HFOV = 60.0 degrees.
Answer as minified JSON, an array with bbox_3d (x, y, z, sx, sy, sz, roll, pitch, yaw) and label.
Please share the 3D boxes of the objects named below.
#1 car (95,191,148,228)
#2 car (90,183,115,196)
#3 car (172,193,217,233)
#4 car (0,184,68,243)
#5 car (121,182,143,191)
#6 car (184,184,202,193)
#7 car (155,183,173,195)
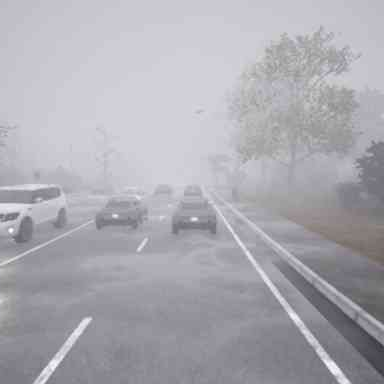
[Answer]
[{"bbox_3d":[-3.399,0.914,16.698,1.994,1.385,4.181,0,3,0],"label":"car"},{"bbox_3d":[-10.590,-0.382,39.800,2.033,1.411,5.357,0,3,0],"label":"car"},{"bbox_3d":[0.101,0.973,15.649,1.994,1.385,4.181,0,3,0],"label":"car"},{"bbox_3d":[-7.044,0.731,13.823,2.150,2.045,5.566,0,3,1],"label":"car"},{"bbox_3d":[-7.087,-0.407,39.858,1.812,1.442,4.674,0,3,0],"label":"car"},{"bbox_3d":[0.103,-0.208,36.968,1.994,1.385,4.181,0,3,0],"label":"car"},{"bbox_3d":[-3.399,-0.416,40.722,1.994,1.385,4.181,0,3,0],"label":"car"}]
